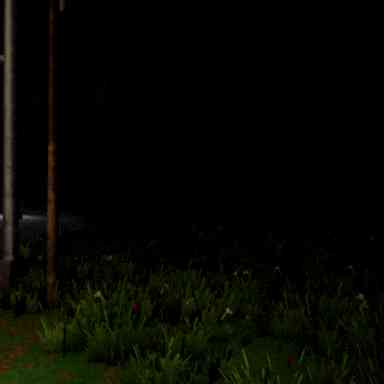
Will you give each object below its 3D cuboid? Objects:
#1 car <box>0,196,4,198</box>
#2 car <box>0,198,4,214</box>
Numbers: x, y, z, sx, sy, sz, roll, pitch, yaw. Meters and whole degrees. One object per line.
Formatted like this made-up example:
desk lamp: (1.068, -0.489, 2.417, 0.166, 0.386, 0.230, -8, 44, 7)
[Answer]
car: (-26.101, 1.325, 43.685, 4.553, 1.767, 2.097, 0, 0, 39)
car: (-20.499, 1.574, 33.843, 1.895, 1.301, 4.718, 0, 0, -45)
